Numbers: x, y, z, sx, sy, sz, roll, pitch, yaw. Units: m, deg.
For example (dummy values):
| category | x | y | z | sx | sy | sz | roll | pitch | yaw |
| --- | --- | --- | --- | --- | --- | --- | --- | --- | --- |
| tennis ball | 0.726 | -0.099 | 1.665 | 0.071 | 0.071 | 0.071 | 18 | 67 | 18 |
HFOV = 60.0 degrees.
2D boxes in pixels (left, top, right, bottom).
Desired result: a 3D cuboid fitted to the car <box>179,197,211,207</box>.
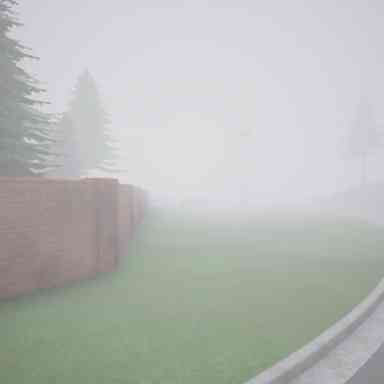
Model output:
| category | x | y | z | sx | sy | sz | roll | pitch | yaw |
| --- | --- | --- | --- | --- | --- | --- | --- | --- | --- |
| car | 0.472 | 1.590 | 51.060 | 4.902 | 1.511 | 2.128 | 0 | 0 | 14 |
